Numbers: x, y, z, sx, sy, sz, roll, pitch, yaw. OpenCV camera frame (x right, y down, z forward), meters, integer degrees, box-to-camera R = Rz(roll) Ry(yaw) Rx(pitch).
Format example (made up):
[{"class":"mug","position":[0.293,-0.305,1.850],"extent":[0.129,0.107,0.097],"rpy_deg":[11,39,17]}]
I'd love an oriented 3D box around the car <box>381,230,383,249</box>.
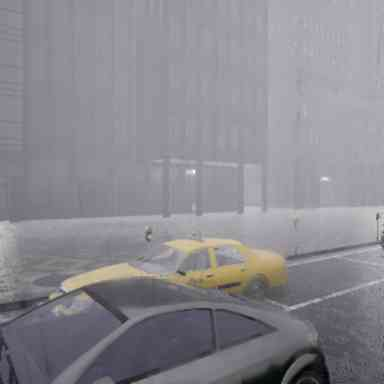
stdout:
[{"class":"car","position":[9.249,1.594,13.231],"extent":[4.507,1.381,1.887],"rpy_deg":[0,0,-35]}]

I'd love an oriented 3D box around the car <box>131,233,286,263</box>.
[{"class":"car","position":[-0.139,1.537,6.546],"extent":[4.829,1.417,1.752],"rpy_deg":[0,0,-35]}]

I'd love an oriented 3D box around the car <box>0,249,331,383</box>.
[{"class":"car","position":[-0.689,1.567,2.887],"extent":[4.181,1.385,1.994],"rpy_deg":[0,0,-35]}]
